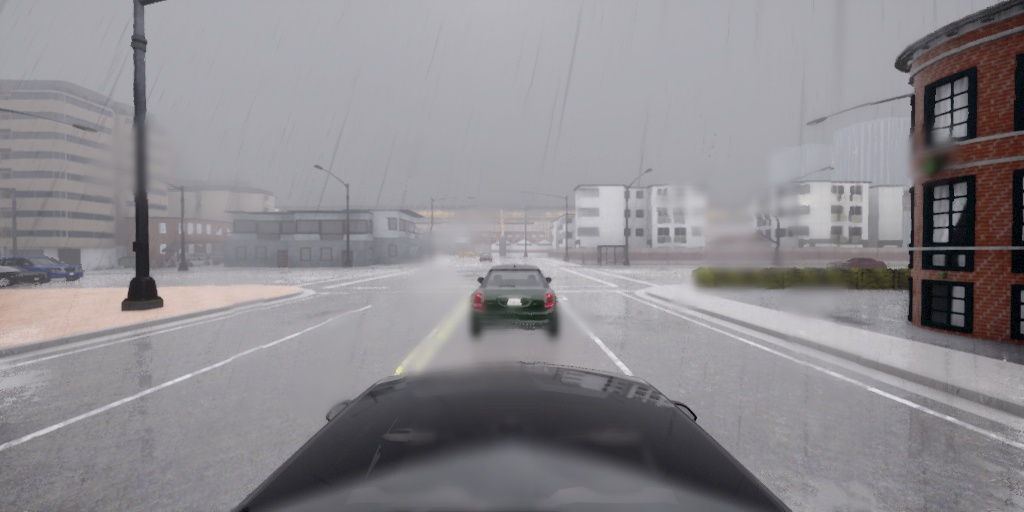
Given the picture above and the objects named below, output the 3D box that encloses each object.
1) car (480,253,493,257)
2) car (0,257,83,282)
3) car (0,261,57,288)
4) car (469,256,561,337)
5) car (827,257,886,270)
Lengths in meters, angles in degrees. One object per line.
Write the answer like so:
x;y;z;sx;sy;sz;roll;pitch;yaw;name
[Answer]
-4.050;0.237;56.215;1.882;1.535;5.008;0;2;-6;car
-37.031;1.100;27.829;5.566;2.045;2.150;-1;1;-1;car
-34.895;1.353;24.383;5.008;1.535;1.882;-1;1;-1;car
0.073;0.999;10.017;2.097;1.767;4.553;0;1;0;car
33.713;0.863;35.132;4.674;1.442;1.812;0;1;4;car
